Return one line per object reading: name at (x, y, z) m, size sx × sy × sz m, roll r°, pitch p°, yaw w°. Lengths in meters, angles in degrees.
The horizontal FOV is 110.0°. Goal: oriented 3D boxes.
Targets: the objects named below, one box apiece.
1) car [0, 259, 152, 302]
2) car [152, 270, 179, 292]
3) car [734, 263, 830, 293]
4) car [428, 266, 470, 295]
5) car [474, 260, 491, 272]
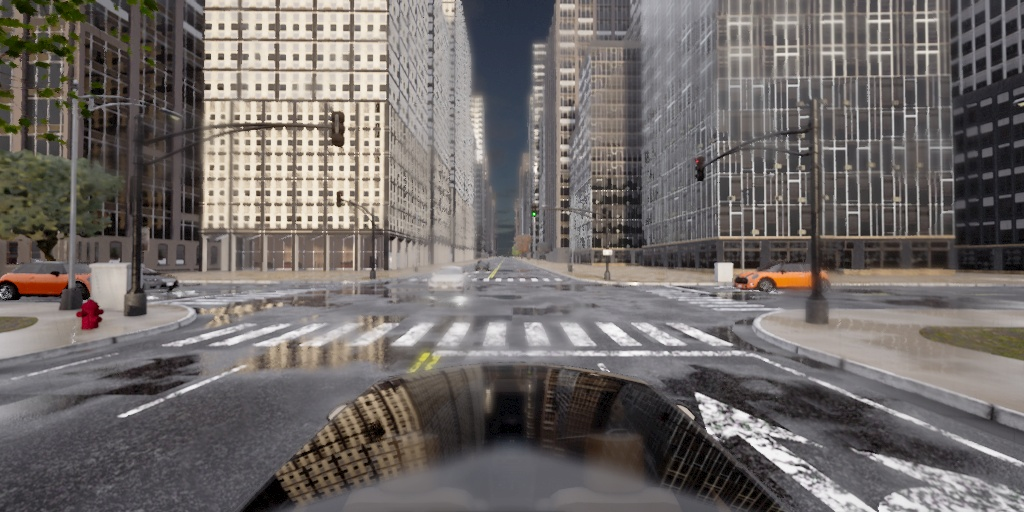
car at (-19.287, 1.033, 15.817) m, size 4.553 × 1.767 × 2.097 m, roll 0°, pitch -1°, yaw 2°
car at (-20.599, 1.222, 19.105) m, size 4.902 × 1.511 × 2.128 m, roll 0°, pitch -1°, yaw 2°
car at (15.597, 1.184, 20.932) m, size 4.553 × 1.767 × 2.097 m, roll 0°, pitch -1°, yaw 2°
car at (-3.387, 1.308, 20.094) m, size 1.812 × 1.442 × 4.674 m, roll 0°, pitch -1°, yaw -1°
car at (-3.890, 1.316, 47.694) m, size 1.837 × 1.490 × 4.892 m, roll 0°, pitch 0°, yaw -1°
